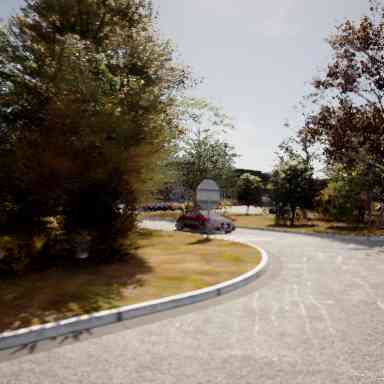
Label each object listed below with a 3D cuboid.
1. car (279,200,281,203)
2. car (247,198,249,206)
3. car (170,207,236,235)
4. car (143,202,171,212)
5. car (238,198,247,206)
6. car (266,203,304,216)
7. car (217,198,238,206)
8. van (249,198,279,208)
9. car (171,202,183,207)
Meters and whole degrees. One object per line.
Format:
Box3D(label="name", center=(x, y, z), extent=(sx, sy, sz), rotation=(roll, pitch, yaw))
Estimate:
Box3D(label="car", center=(19.317, 2.733, 82.812), extent=(2.097, 1.535, 5.008), rotation=(2, -1, -36))
Box3D(label="car", center=(16.983, 2.396, 81.076), extent=(2.435, 2.045, 5.566), rotation=(2, -1, -36))
Box3D(label="car", center=(0.778, 1.824, 20.692), extent=(1.994, 1.385, 4.181), rotation=(3, -3, -36))
Box3D(label="car", center=(-5.602, 2.109, 49.585), extent=(2.185, 1.767, 4.553), rotation=(0, 0, -36))
Box3D(label="car", center=(9.512, 2.310, 75.655), extent=(2.185, 1.767, 4.553), rotation=(1, -1, -36))
Box3D(label="car", center=(12.502, 2.514, 43.928), extent=(1.895, 1.301, 4.718), rotation=(3, -3, -35))
Box3D(label="car", center=(7.021, 2.384, 74.118), extent=(1.946, 1.575, 5.366), rotation=(1, -1, -36))
Box3D(label="van", center=(13.734, 2.143, 63.748), extent=(1.878, 1.987, 4.442), rotation=(1, -1, -36))
Box3D(label="car", center=(-3.060, 2.275, 51.480), extent=(2.002, 1.452, 4.674), rotation=(0, 0, -36))
